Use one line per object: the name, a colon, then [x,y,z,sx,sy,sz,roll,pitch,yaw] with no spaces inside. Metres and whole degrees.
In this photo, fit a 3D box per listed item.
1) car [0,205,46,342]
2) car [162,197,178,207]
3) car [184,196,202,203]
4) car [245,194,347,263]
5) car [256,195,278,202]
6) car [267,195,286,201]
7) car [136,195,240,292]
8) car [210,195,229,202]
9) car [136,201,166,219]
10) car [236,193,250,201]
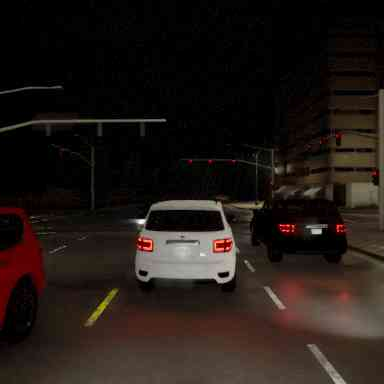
car: [-3.590,1.221,3.527,2.150,2.045,5.566,0,0,0]
car: [-3.355,1.503,51.756,1.837,1.490,4.892,0,1,3]
car: [0.250,1.506,69.474,1.837,1.490,4.892,0,0,23]
car: [3.577,1.221,12.180,2.150,2.045,5.566,0,0,0]
car: [18.202,1.540,80.233,5.357,1.411,2.033,0,0,-34]
car: [21.840,1.524,86.259,4.674,1.442,1.812,0,0,-22]
car: [0.016,1.221,9.154,2.150,2.045,5.566,0,0,4]
car: [6.647,1.478,79.323,1.882,1.535,5.008,0,0,42]
car: [-3.614,1.573,30.249,2.033,1.411,5.357,0,0,0]
car: [13.073,1.225,80.741,5.566,2.045,2.150,0,0,-41]
